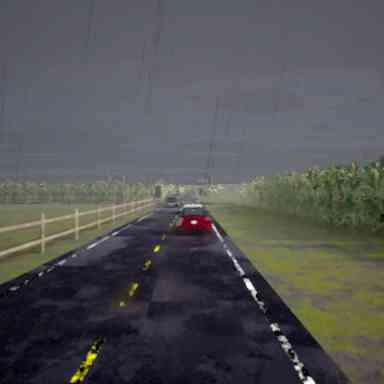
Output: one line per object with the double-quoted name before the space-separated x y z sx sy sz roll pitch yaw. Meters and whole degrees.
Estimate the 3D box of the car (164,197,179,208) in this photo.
"car" -2.772 1.448 45.828 1.812 1.442 4.674 0 0 1

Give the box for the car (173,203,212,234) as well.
"car" 0.103 1.541 19.249 1.994 1.385 4.181 0 0 0

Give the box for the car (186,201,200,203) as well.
"car" 0.106 1.550 35.207 1.895 1.301 4.718 0 0 0
